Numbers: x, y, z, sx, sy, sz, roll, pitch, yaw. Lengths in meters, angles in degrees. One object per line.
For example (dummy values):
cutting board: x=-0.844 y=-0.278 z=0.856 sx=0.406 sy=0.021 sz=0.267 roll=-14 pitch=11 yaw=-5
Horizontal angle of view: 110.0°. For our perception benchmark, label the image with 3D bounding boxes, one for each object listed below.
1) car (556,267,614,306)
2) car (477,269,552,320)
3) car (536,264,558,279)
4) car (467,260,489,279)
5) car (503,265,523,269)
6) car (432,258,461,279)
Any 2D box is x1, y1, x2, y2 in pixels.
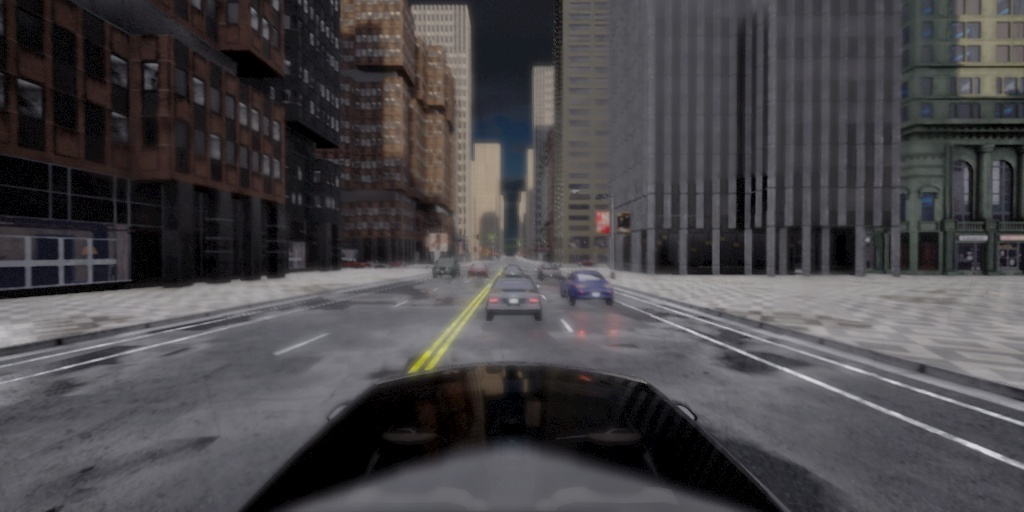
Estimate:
car: x=3.330 y=1.380 z=16.468 sx=1.812 sy=1.442 sz=4.674 roll=0 pitch=-1 yaw=0
car: x=0.067 y=1.377 z=12.964 sx=2.033 sy=1.411 sz=5.357 roll=0 pitch=0 yaw=0
car: x=3.329 y=1.449 z=32.689 sx=2.128 sy=1.511 sz=4.902 roll=0 pitch=0 yaw=0
car: x=-3.358 y=1.457 z=36.288 sx=1.882 sy=1.535 sz=5.008 roll=0 pitch=-1 yaw=0
car: x=0.079 y=1.524 z=33.152 sx=1.994 sy=1.385 sz=4.181 roll=0 pitch=0 yaw=0
car: x=-6.609 y=1.205 z=36.726 sx=2.150 sy=2.045 sz=5.566 roll=0 pitch=-1 yaw=0
